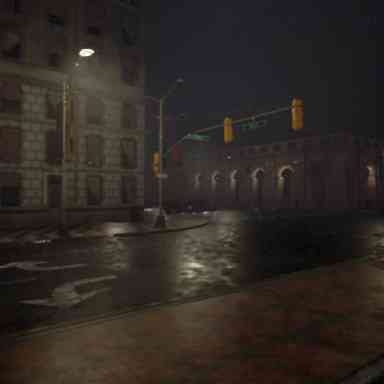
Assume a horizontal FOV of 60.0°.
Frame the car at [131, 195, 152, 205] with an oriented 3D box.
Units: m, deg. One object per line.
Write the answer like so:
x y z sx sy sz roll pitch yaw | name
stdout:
-9.569 1.473 63.086 2.097 1.767 4.553 0 0 -35 | car

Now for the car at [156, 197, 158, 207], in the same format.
-4.685 1.706 49.940 1.895 1.301 4.718 0 0 -35 | car

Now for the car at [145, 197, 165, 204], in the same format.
-7.438 1.737 66.313 1.895 1.301 4.718 0 0 -35 | car

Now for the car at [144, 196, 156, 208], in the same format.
-7.473 1.655 47.839 1.994 1.385 4.181 0 0 -34 | car

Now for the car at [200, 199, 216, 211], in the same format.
1.080 1.631 41.891 1.812 1.442 4.674 0 0 -36 | car

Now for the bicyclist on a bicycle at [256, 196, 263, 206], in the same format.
10.822 1.467 53.117 1.656 1.620 0.582 0 0 -36 | bicyclist on a bicycle

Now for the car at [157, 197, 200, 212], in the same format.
-1.665 1.582 39.711 2.128 1.511 4.902 0 0 -36 | car
